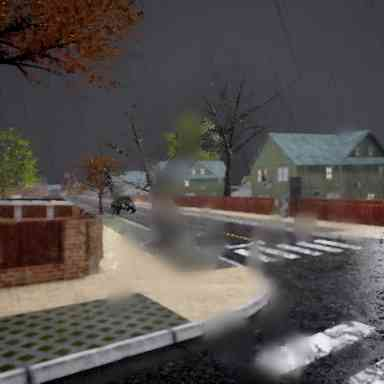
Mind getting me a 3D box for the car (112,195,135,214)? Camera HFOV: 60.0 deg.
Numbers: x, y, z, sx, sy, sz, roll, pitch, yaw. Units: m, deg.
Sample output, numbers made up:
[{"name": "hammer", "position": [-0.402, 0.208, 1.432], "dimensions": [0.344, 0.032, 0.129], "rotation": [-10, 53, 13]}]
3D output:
[{"name": "car", "position": [-8.652, 1.467, 41.648], "dimensions": [2.150, 2.045, 5.566], "rotation": [-3, 1, -22]}]
